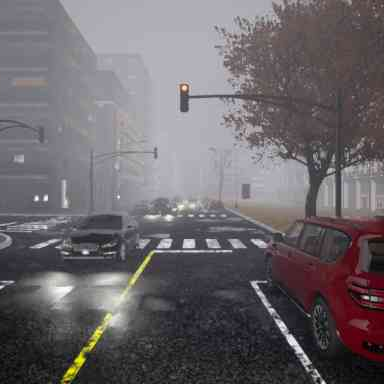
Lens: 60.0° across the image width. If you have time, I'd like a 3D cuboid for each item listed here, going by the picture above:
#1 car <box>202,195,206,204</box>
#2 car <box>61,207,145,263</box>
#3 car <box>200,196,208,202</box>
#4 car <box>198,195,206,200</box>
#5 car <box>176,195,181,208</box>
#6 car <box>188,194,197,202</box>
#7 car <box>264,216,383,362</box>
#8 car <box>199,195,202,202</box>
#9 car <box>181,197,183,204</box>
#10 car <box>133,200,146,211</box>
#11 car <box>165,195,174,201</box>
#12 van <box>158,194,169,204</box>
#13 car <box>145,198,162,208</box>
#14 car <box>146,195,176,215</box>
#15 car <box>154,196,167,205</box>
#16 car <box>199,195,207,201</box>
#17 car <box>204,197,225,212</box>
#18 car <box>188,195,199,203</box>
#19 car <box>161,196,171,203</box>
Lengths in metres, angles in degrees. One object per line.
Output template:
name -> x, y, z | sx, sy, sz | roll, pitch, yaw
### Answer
car -> 2.759, 1.548, 49.504 | 1.752, 1.417, 4.829 | 0, 0, 0
car -> -3.085, 1.506, 12.076 | 1.837, 1.490, 4.892 | 0, 0, 0
car -> 2.797, 1.584, 77.168 | 1.752, 1.417, 4.829 | 0, 0, 0
car -> 2.820, 1.638, 93.596 | 2.008, 1.369, 4.403 | 0, 0, 0
car -> -3.034, 1.568, 47.930 | 2.033, 1.411, 5.357 | 0, 0, 0
car -> 0.111, 1.417, 79.366 | 2.097, 1.767, 4.553 | 0, 0, 0
car -> 2.700, 1.315, 5.881 | 2.192, 1.841, 5.009 | 0, 0, 0
car -> 2.782, 1.625, 65.932 | 1.802, 1.307, 4.206 | 0, 0, 0
car -> -2.949, 1.394, 65.185 | 2.097, 1.767, 4.553 | 0, 0, 1
car -> -5.636, 1.563, 38.280 | 2.008, 1.369, 4.403 | 0, 0, 0
car -> -5.576, 1.507, 82.542 | 1.967, 1.590, 4.097 | 0, 0, 0
van -> -5.598, 1.384, 65.945 | 1.690, 1.788, 3.998 | 0, 0, 0
car -> -5.621, 1.573, 49.346 | 2.008, 1.369, 4.403 | 0, 0, 0
car -> -3.054, 1.361, 33.946 | 2.097, 1.767, 4.553 | 0, 0, 0
car -> -5.606, 1.476, 60.412 | 1.967, 1.590, 4.097 | 0, 0, 0
car -> 2.813, 1.621, 88.063 | 1.887, 1.381, 4.507 | 0, 0, 0
car -> 2.744, 1.557, 38.269 | 1.887, 1.381, 4.507 | 0, 0, 0
car -> 0.194, 1.648, 69.299 | 1.895, 1.301, 4.718 | 0, 0, 0
car -> -5.590, 1.632, 71.476 | 1.802, 1.307, 4.206 | 0, 0, 0
